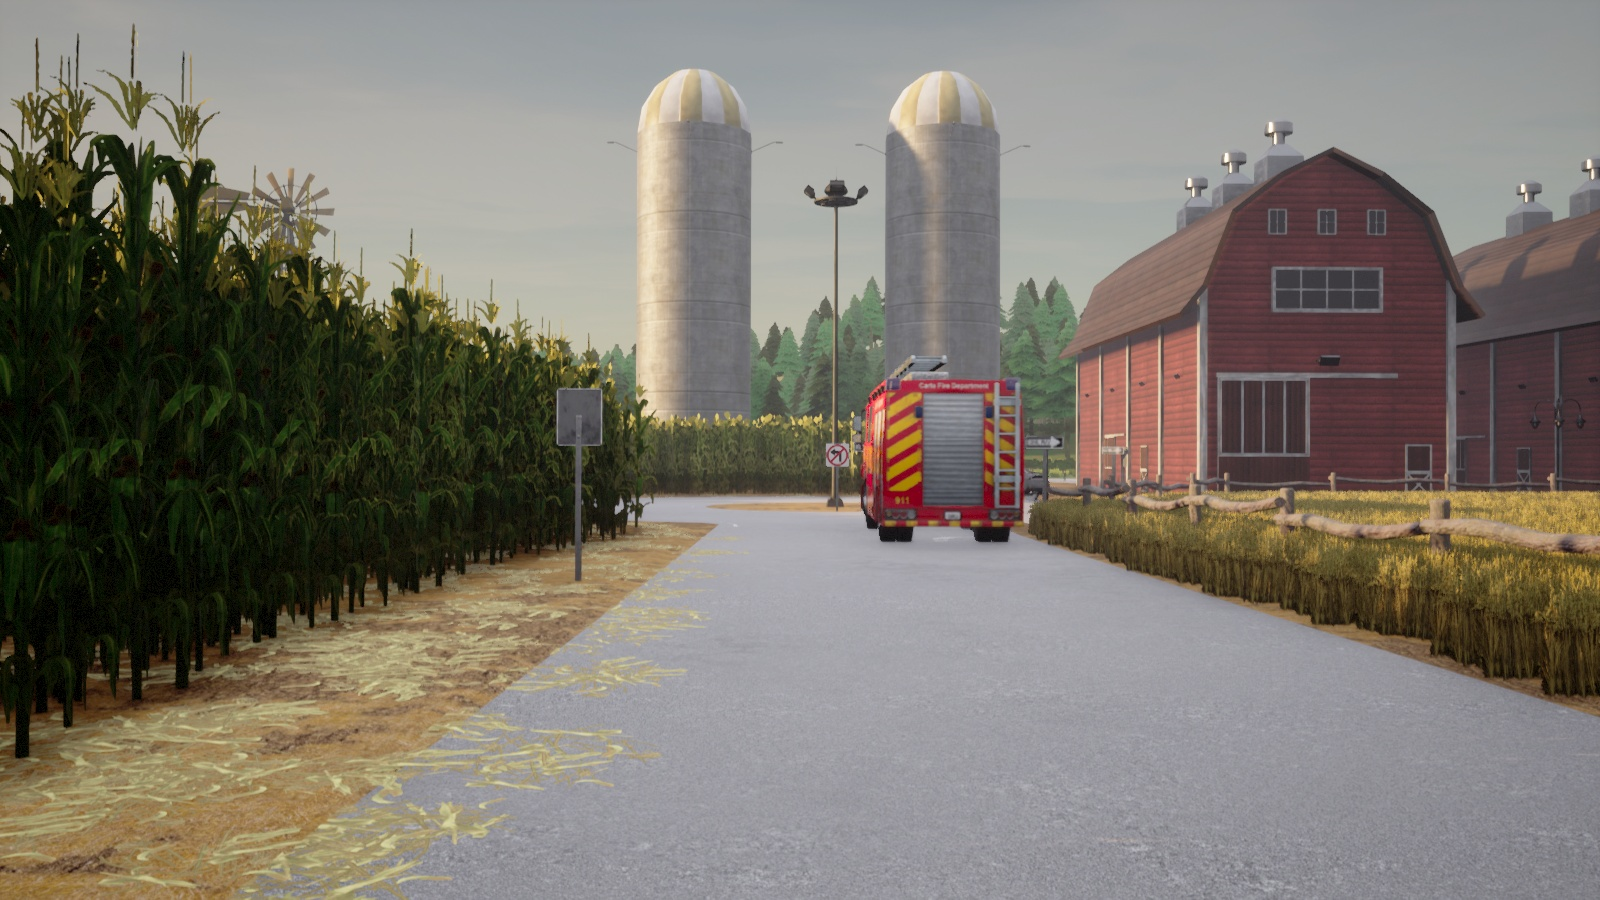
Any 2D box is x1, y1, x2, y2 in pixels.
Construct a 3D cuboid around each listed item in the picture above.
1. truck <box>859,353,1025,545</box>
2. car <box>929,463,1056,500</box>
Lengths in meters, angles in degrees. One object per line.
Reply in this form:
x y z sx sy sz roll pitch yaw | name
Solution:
3.032 0.018 29.309 2.891 3.827 8.468 0 -1 0 | truck
8.134 1.308 53.170 4.902 1.511 2.128 -1 -1 39 | car
